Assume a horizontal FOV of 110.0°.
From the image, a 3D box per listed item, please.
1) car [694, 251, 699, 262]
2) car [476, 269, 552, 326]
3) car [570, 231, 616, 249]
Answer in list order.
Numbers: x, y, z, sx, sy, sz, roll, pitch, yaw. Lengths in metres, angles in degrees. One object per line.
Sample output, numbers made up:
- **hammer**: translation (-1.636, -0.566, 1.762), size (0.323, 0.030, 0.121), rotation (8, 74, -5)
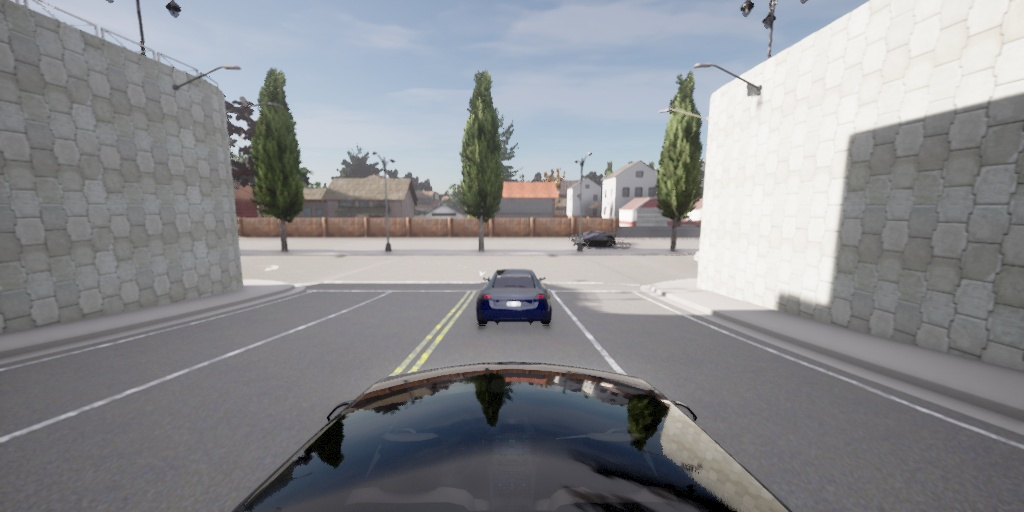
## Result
- **car**: translation (14.951, 0.030, 24.516), size (4.674, 1.442, 1.812), rotation (0, 8, 0)
- **car**: translation (0.075, 1.078, 10.759), size (1.994, 1.385, 4.181), rotation (0, 2, 1)
- **car**: translation (8.255, -1.495, 35.908), size (4.181, 1.385, 1.994), rotation (0, 8, -1)
